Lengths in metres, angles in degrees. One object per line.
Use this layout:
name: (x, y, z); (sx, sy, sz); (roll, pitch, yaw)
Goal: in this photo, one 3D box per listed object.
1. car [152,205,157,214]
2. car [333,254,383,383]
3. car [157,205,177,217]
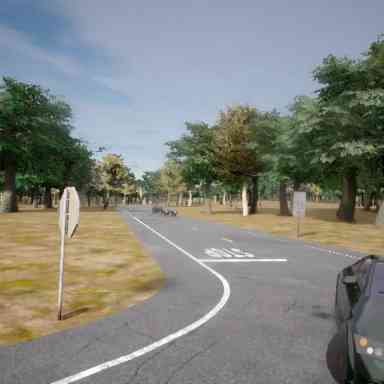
car: (-5.720, 2.961, 56.893); (1.882, 1.535, 5.008); (3, -2, -14)
car: (3.120, 1.643, 4.642); (1.994, 1.385, 4.181); (1, -1, 22)
car: (-3.465, 2.850, 48.046); (1.895, 1.301, 4.718); (3, -2, -13)
